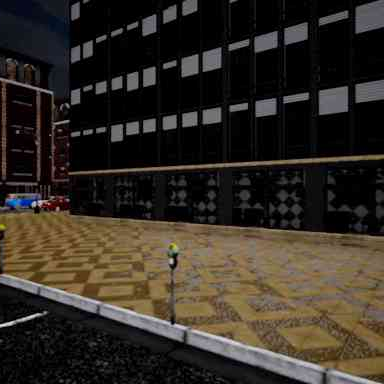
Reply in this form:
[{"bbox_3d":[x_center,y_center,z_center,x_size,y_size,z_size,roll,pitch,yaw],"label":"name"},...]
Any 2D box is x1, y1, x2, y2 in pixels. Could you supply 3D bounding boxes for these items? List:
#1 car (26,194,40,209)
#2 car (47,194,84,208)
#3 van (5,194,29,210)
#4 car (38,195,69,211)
[{"bbox_3d":[-16.785,1.267,39.906,1.812,1.442,4.674,0,1,35],"label":"car"},{"bbox_3d":[-16.757,1.136,44.233,1.967,1.590,4.097,1,1,35],"label":"car"},{"bbox_3d":[-19.993,1.107,39.593,1.690,1.788,3.998,1,1,35],"label":"van"},{"bbox_3d":[-13.516,1.314,35.108,1.887,1.381,4.507,1,1,35],"label":"car"}]
